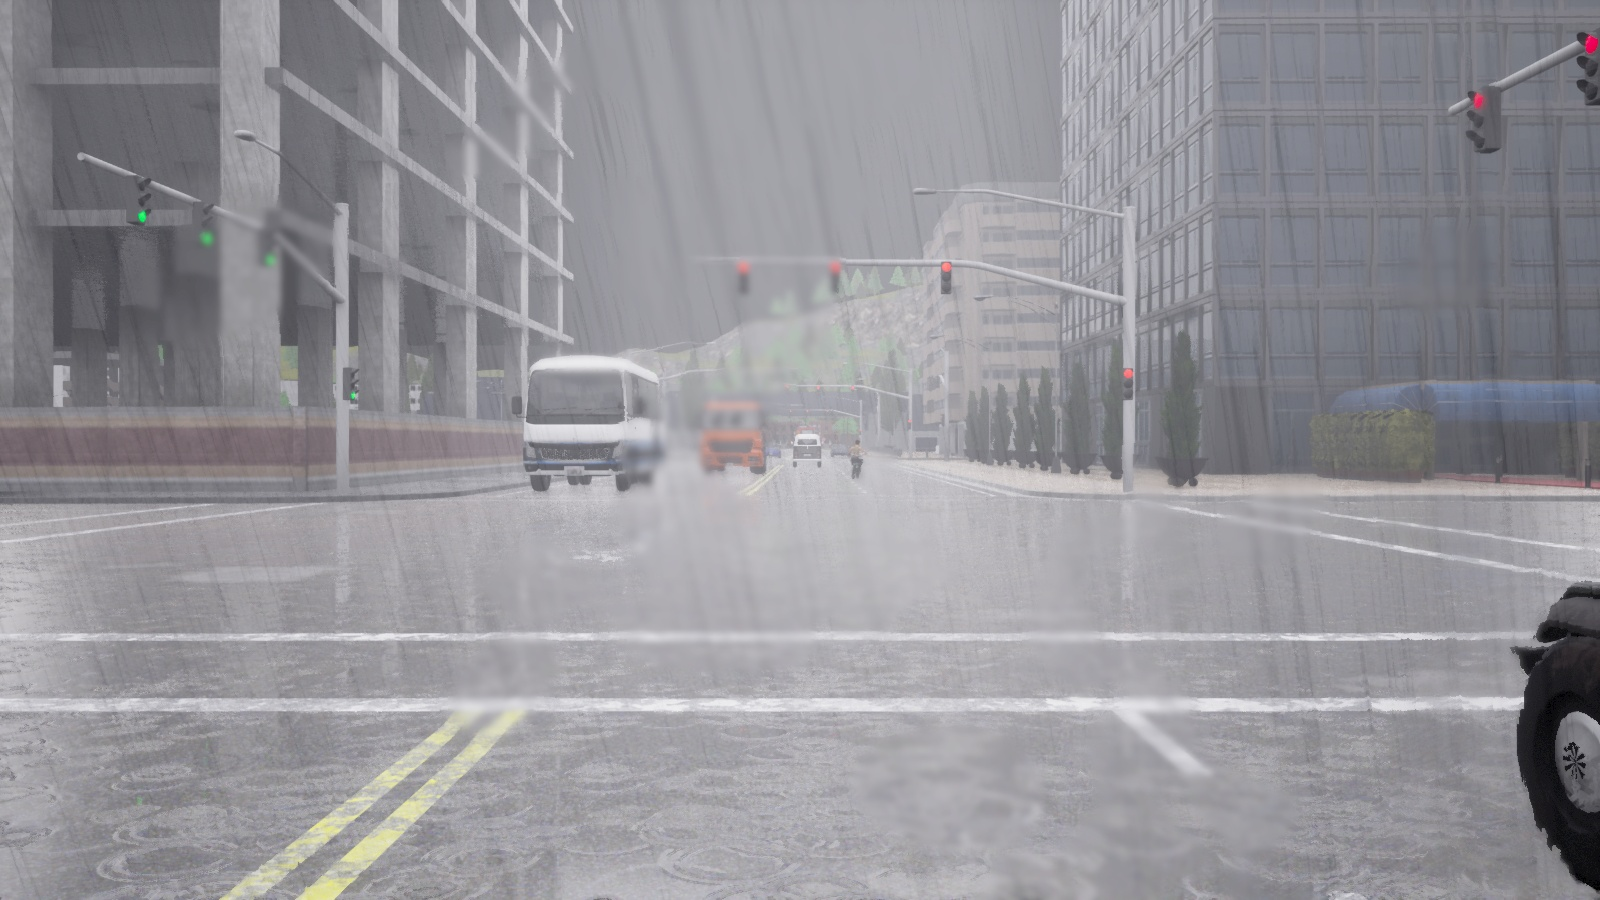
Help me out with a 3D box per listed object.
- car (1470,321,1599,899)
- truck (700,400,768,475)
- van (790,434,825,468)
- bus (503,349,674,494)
[{"bbox_3d":[3.532,0.529,2.910,1.905,1.878,3.866,0,0,0],"label":"car"},{"bbox_3d":[-3.136,-0.587,61.934,2.891,3.462,7.936,0,0,0],"label":"truck"},{"bbox_3d":[0.452,0.032,77.677,2.069,2.038,4.480,0,0,0],"label":"van"},{"bbox_3d":[-6.747,-0.873,42.103,3.944,4.253,10.273,0,0,0],"label":"bus"}]
